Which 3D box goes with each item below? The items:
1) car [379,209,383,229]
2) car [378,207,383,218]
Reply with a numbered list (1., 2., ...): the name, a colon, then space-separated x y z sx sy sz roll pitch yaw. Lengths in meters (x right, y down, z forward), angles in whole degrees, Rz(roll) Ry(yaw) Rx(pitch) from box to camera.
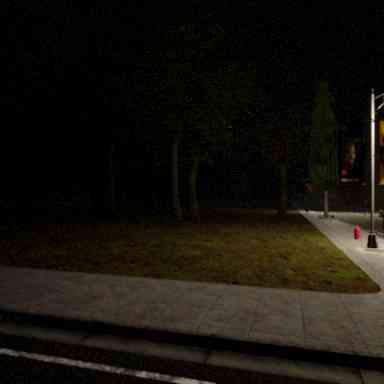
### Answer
1. car: 14.684 1.935 22.529 2.150 2.045 5.566 0 -1 16
2. car: 29.306 3.087 49.307 1.882 1.535 5.008 0 -2 16
